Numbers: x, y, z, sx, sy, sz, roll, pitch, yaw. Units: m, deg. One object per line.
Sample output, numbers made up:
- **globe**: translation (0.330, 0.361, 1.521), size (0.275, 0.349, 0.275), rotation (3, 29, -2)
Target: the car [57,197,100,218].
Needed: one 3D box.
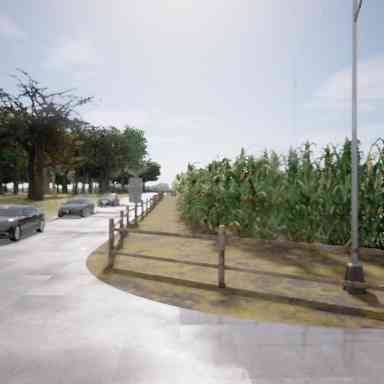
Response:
- **car**: translation (-9.053, 1.189, 26.368), size (1.837, 1.490, 4.892), rotation (1, 1, -2)

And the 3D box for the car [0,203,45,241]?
- **car**: translation (-8.473, 1.335, 15.600), size (1.837, 1.490, 4.892), rotation (1, 1, -5)

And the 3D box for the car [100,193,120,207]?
- **car**: translation (-9.650, 0.936, 38.737), size (2.128, 1.511, 4.902), rotation (1, 1, -3)
